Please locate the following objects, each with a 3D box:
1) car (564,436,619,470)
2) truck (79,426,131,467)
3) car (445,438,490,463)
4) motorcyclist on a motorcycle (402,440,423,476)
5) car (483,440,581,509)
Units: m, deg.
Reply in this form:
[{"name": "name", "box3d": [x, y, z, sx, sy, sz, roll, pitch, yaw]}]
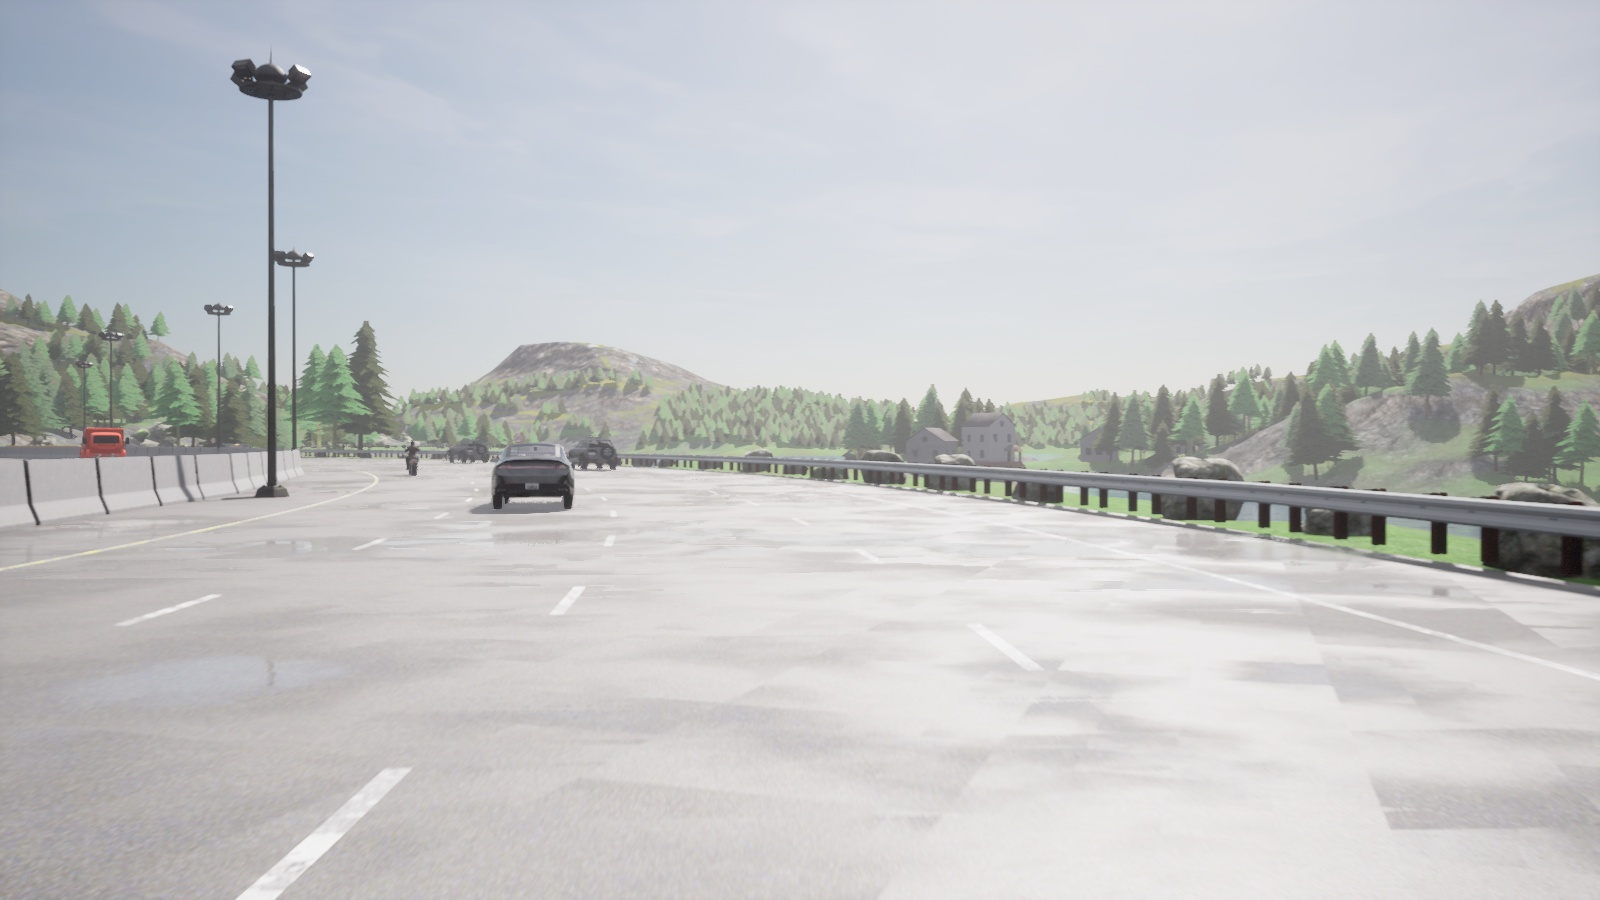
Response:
[{"name": "car", "box3d": [-11.807, 0.157, 70.874, 1.932, 1.855, 4.605, 0, 0, -24]}, {"name": "truck", "box3d": [-43.265, -0.205, 78.105, 2.627, 2.467, 5.204, 0, 0, -31]}, {"name": "car", "box3d": [-25.353, 0.010, 95.607, 1.932, 1.855, 4.605, 0, 0, -33]}, {"name": "motorcyclist on a motorcycle", "box3d": [-18.291, 0.353, 59.211, 0.766, 1.649, 2.350, -1, 0, -21]}, {"name": "car", "box3d": [-6.406, 0.528, 30.348, 2.128, 1.511, 4.902, 0, 0, -11]}]
